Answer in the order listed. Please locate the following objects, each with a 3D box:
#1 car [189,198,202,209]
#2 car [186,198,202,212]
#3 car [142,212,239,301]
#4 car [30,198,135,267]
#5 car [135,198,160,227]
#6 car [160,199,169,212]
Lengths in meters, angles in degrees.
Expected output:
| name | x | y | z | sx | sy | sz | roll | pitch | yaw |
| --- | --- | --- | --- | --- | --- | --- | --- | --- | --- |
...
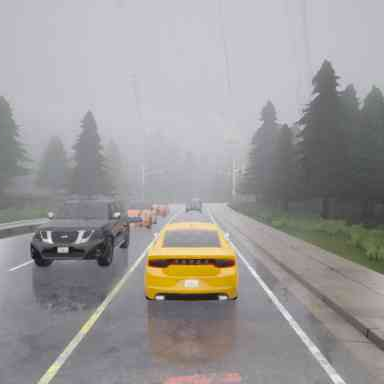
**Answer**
| name | x | y | z | sx | sy | sz | roll | pitch | yaw |
| --- | --- | --- | --- | --- | --- | --- | --- | --- | --- |
| car | 0.607 | 1.659 | 49.405 | 1.837 | 1.490 | 4.892 | 0 | 0 | 2 |
| car | 0.224 | 1.668 | 39.012 | 2.033 | 1.411 | 5.357 | 0 | 0 | 2 |
| car | -0.011 | 1.498 | 8.451 | 1.882 | 1.535 | 5.008 | 0 | 0 | 0 |
| car | -3.628 | 1.253 | 11.928 | 2.150 | 2.045 | 5.566 | 0 | 0 | -2 |
| car | -3.589 | 1.417 | 22.222 | 2.097 | 1.767 | 4.553 | 0 | 0 | 0 |
| car | -3.450 | 1.451 | 32.473 | 2.097 | 1.767 | 4.553 | 0 | 0 | 1 |
